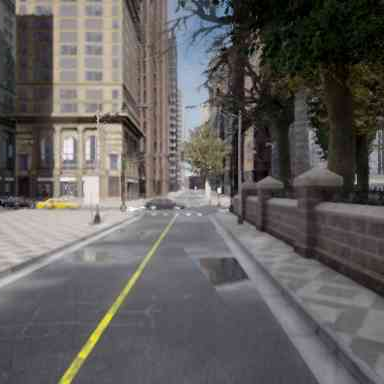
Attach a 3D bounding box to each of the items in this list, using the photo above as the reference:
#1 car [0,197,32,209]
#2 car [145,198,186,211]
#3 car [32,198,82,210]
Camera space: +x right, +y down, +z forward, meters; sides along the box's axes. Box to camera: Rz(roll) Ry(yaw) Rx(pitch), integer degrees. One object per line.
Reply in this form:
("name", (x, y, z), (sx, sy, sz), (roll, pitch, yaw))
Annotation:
("car", (-20.548, 1.369, 40.376), (4.674, 1.442, 1.812), (2, 0, 0))
("car", (-3.178, 1.557, 40.268), (4.892, 1.490, 1.837), (1, 0, 0))
("car", (-14.931, 1.379, 37.580), (4.829, 1.417, 1.752), (1, -1, 0))
